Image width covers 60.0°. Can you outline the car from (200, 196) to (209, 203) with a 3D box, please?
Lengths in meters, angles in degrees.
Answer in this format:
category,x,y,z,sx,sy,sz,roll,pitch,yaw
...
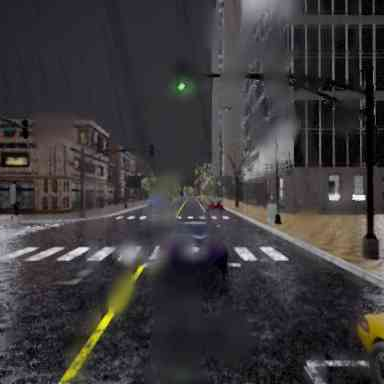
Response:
category,x,y,z,sx,sy,sz,roll,pitch,yaw
car,2.695,1.519,73.270,1.752,1.417,4.829,1,0,0

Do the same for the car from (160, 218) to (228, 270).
category,x,y,z,sx,sy,sz,roll,pitch,yaw
car,0.066,1.563,11.074,1.994,1.385,4.181,0,0,0

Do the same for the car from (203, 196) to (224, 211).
category,x,y,z,sx,sy,sz,roll,pitch,yaw
car,2.699,1.436,39.891,1.967,1.590,4.097,1,0,0

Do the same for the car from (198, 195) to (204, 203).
category,x,y,z,sx,sy,sz,roll,pitch,yaw
car,2.695,1.520,67.736,1.752,1.417,4.829,1,0,0

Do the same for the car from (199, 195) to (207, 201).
category,x,y,z,sx,sy,sz,roll,pitch,yaw
car,2.693,1.538,84.170,1.887,1.381,4.507,1,0,0

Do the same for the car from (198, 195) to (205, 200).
category,x,y,z,sx,sy,sz,roll,pitch,yaw
car,2.692,1.518,95.409,1.752,1.417,4.829,1,0,0

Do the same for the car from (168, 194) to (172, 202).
category,x,y,z,sx,sy,sz,roll,pitch,yaw
car,-5.686,1.560,67.577,1.947,1.339,4.313,1,0,0

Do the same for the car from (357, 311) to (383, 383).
category,x,y,z,sx,sy,sz,roll,pitch,yaw
car,2.839,1.525,2.113,1.752,1.417,4.829,1,0,0

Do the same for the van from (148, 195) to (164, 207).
category,x,y,z,sx,sy,sz,roll,pitch,yaw
van,-5.681,1.337,50.973,1.690,1.788,3.998,1,0,0

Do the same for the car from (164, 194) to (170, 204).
category,x,y,z,sx,sy,sz,roll,pitch,yaw
car,-5.685,1.577,62.042,1.802,1.307,4.206,1,0,0

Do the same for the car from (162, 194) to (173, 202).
category,x,y,z,sx,sy,sz,roll,pitch,yaw
car,-5.683,1.309,78.645,2.192,1.841,5.009,1,0,0
